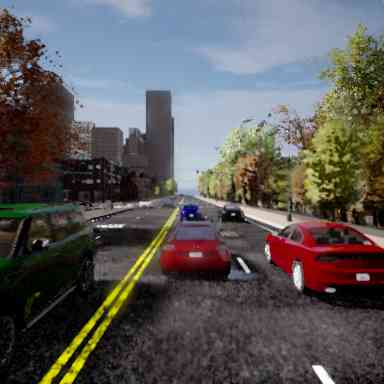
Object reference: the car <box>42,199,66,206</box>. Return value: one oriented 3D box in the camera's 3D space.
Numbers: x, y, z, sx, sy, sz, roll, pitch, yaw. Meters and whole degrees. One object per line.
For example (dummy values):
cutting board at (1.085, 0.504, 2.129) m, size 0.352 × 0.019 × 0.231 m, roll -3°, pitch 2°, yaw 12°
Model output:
car at (-29.148, 2.239, 70.321) m, size 4.403 × 1.369 × 2.008 m, roll -1°, pitch 1°, yaw -1°

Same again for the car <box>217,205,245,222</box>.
car at (3.177, 1.728, 27.801) m, size 1.994 × 1.385 × 4.181 m, roll 0°, pitch 0°, yaw -1°

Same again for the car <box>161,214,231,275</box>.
car at (0.101, 1.628, 10.725) m, size 1.994 × 1.385 × 4.181 m, roll 0°, pitch 0°, yaw 0°

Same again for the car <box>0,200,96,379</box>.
car at (-3.351, 1.256, 5.757) m, size 2.150 × 2.045 × 5.566 m, roll 0°, pitch 0°, yaw 0°

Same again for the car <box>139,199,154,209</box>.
car at (-7.077, 1.835, 51.757) m, size 1.812 × 1.442 × 4.674 m, roll 0°, pitch -1°, yaw 0°

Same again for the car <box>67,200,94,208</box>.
car at (-20.679, 2.191, 61.946) m, size 4.313 × 1.339 × 1.947 m, roll -1°, pitch 1°, yaw -1°

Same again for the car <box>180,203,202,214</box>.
car at (-0.080, 1.694, 28.318) m, size 1.812 × 1.442 × 4.674 m, roll 0°, pitch 0°, yaw -1°

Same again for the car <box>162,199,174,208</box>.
car at (-3.844, 1.870, 54.043) m, size 2.033 × 1.411 × 5.357 m, roll 0°, pitch 0°, yaw -1°

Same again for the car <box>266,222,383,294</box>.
car at (3.340, 1.531, 8.989) m, size 1.882 × 1.535 × 5.008 m, roll 0°, pitch 0°, yaw 0°
